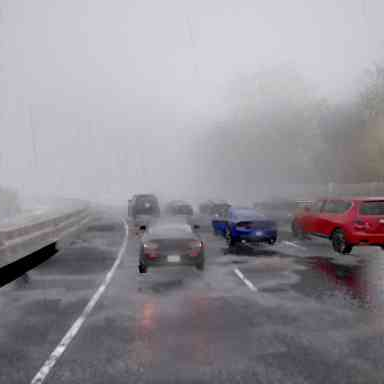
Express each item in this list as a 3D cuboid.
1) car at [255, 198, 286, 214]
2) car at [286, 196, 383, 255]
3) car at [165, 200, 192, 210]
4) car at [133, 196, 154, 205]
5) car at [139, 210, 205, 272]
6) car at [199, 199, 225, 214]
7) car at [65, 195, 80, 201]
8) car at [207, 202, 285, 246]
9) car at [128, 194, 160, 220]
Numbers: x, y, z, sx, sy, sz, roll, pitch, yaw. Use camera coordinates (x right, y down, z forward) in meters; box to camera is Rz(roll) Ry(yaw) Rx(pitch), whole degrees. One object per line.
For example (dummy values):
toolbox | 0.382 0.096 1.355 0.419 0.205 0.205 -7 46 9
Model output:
car | 8.436 1.315 33.488 1.882 1.535 5.008 0 0 -45
car | 6.054 1.186 13.405 2.150 2.045 5.566 0 0 -7
car | -1.269 1.491 30.821 1.812 1.442 4.674 0 0 -16
car | -8.106 1.425 55.534 1.994 1.385 4.181 0 0 -32
car | -0.698 1.517 10.704 1.812 1.442 4.674 0 0 -6
car | 2.099 1.437 31.710 1.882 1.535 5.008 0 0 -16
car | -29.606 1.489 82.436 5.008 1.535 1.882 0 0 42
car | 2.219 1.453 15.292 1.882 1.535 5.008 0 0 -9
car | -4.212 1.205 28.552 2.150 2.045 5.566 0 0 -16
